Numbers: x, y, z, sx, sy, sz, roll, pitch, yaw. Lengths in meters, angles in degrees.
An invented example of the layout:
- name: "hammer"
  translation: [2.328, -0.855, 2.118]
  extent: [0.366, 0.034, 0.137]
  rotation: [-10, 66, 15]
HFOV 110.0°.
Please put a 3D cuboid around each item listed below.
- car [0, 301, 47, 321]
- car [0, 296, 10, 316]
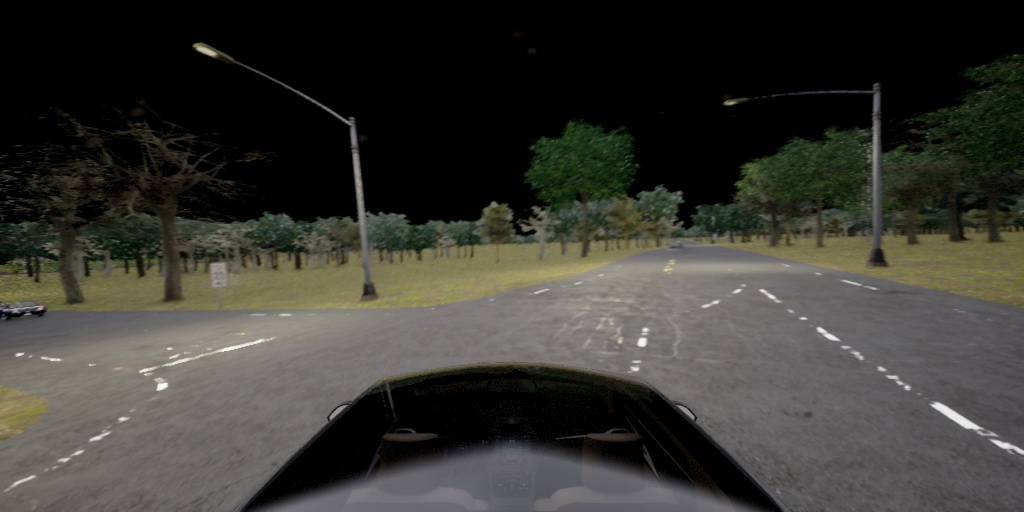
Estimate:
- name: "car"
  translation: [-39.959, 4.420, 29.026]
  extent: [4.718, 1.301, 1.895]
  rotation: [-4, 1, 25]
- name: "car"
  translation: [-49.254, 4.779, 33.352]
  extent: [4.553, 1.767, 2.097]
  rotation: [-4, 2, 25]
